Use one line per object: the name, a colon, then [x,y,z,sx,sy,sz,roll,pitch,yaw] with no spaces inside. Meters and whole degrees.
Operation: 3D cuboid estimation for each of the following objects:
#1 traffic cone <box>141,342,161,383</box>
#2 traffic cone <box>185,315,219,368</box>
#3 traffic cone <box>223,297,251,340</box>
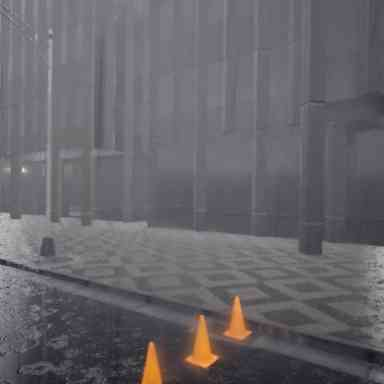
traffic cone: [-0.449,1.962,3.677,0.340,0.580,0.340,0,0,36]
traffic cone: [0.133,1.964,4.490,0.340,0.580,0.340,0,0,36]
traffic cone: [0.714,1.965,5.301,0.340,0.580,0.340,0,0,36]
